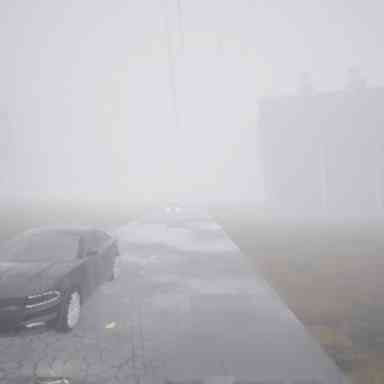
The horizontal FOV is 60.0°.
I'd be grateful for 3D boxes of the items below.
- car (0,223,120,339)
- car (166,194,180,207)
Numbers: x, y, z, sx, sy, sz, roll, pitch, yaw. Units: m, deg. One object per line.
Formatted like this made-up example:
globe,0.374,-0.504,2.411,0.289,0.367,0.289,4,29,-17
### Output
car,-2.852,1.492,7.031,1.882,1.535,5.008,0,0,0
car,-2.820,1.507,50.952,1.812,1.442,4.674,0,0,0
